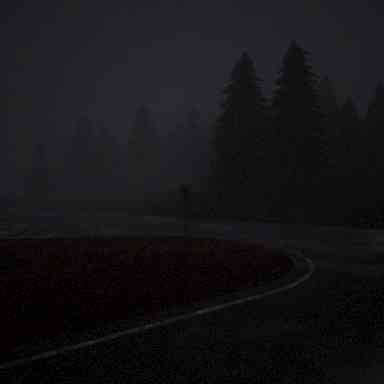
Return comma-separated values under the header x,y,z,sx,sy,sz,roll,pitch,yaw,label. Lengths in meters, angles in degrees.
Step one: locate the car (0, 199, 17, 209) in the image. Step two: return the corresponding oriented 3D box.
x,y,z,sx,sy,sz,roll,pitch,yaw,label
-26.034,1.582,45.713,4.718,1.301,1.895,0,0,39,car
